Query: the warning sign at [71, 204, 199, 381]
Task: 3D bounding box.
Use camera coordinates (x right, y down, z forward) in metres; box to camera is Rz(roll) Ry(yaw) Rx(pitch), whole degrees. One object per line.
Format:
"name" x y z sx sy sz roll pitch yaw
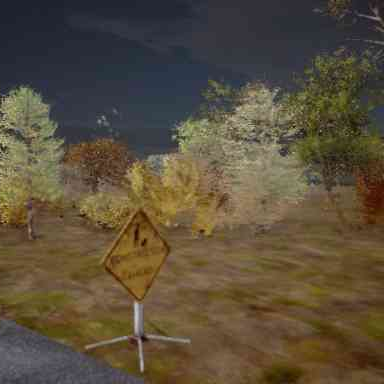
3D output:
"warning sign" -0.722 1.121 4.441 1.060 1.860 1.300 0 0 36
